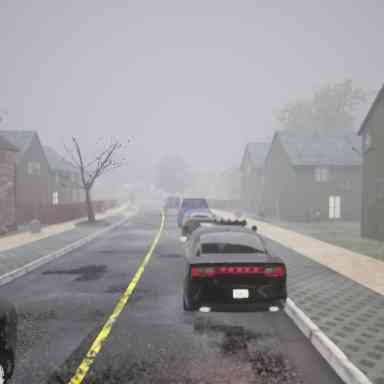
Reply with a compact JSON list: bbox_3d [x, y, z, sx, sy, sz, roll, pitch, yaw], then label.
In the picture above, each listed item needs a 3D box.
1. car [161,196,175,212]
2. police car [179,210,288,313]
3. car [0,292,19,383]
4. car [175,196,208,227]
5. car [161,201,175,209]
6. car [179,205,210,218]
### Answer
[{"bbox_3d":[-2.606,1.598,44.367,2.150,2.045,5.566,0,-1,-7],"label":"car"},{"bbox_3d":[0.737,1.470,8.003,1.930,1.638,5.238,0,0,-1],"label":"police car"},{"bbox_3d":[-2.817,1.515,1.764,1.837,1.490,4.892,0,0,0],"label":"car"},{"bbox_3d":[0.047,1.394,24.013,2.150,2.045,5.566,0,-1,-4],"label":"car"},{"bbox_3d":[-4.098,2.119,55.811,1.895,1.301,4.718,0,-1,-8],"label":"car"},{"bbox_3d":[0.388,1.643,17.951,1.812,1.442,4.674,0,0,-3],"label":"car"}]
